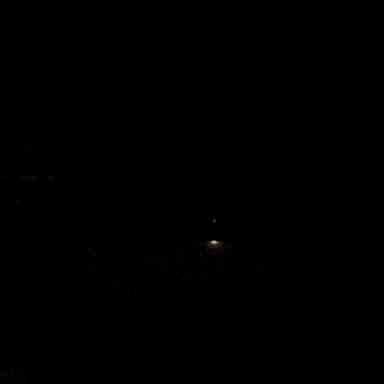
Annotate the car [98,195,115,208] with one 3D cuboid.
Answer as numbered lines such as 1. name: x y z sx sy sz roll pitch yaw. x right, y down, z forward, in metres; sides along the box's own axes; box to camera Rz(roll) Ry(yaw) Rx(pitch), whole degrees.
1. car: -8.959 1.243 40.030 1.802 1.307 4.206 2 2 35

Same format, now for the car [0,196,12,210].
1. car: -22.342 1.232 35.933 1.752 1.417 4.829 2 2 35

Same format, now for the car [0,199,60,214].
1. car: -15.198 1.341 31.269 2.008 1.369 4.403 2 2 35

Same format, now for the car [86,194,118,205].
1. car: -13.190 1.081 48.784 1.947 1.339 4.313 2 2 35

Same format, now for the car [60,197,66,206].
1. car: -16.207 1.131 44.547 2.008 1.369 4.403 2 2 35
